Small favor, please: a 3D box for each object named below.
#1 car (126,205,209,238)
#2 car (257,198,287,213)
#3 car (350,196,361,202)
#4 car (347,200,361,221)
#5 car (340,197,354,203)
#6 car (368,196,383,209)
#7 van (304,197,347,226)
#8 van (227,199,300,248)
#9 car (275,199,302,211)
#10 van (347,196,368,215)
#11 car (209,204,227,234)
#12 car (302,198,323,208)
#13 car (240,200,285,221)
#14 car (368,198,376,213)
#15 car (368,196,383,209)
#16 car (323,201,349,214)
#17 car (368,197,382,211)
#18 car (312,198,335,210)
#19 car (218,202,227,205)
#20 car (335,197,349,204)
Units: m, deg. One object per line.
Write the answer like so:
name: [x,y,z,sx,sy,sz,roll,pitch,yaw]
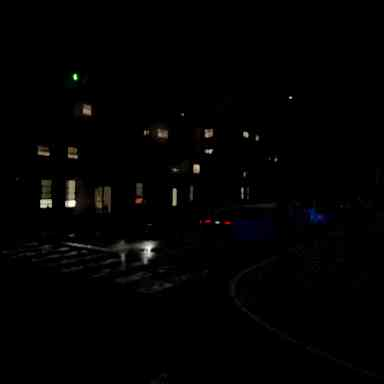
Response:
car: [-1.393,1.508,18.391,1.882,1.535,5.008,0,0,36]
car: [9.243,1.516,38.054,1.967,1.590,4.097,0,0,35]
car: [40.959,1.723,83.252,1.967,1.590,4.097,0,0,35]
car: [12.919,1.660,28.704,1.887,1.381,4.507,0,0,35]
car: [34.614,1.802,74.212,1.947,1.339,4.313,0,0,35]
car: [28.779,1.521,51.305,2.192,1.841,5.009,0,0,35]
van: [9.748,1.440,24.185,1.690,1.788,3.998,0,0,35]
van: [3.405,1.411,15.145,1.690,1.788,3.998,0,0,35]
car: [12.413,1.639,42.574,1.887,1.381,4.507,0,0,35]
van: [16.092,1.473,33.224,1.690,1.788,3.998,0,0,35]
car: [2.727,1.606,18.856,2.033,1.411,5.357,0,0,35]
car: [18.757,1.675,51.613,1.887,1.381,4.507,0,0,35]
car: [6.307,1.558,29.353,2.128,1.511,4.902,0,0,35]
car: [19.361,1.676,37.884,1.752,1.417,4.829,0,0,35]
car: [25.607,1.502,46.785,2.192,1.841,5.009,0,0,35]
car: [17.004,1.732,39.206,1.895,1.301,4.718,0,0,35]
car: [22.434,1.734,42.264,1.947,1.339,4.313,0,0,35]
car: [18.505,1.651,46.573,1.837,1.490,4.892,0,0,35]
car: [2.800,1.568,28.874,1.752,1.417,4.829,0,0,35]
car: [31.345,1.738,69.553,1.752,1.417,4.829,0,0,35]
